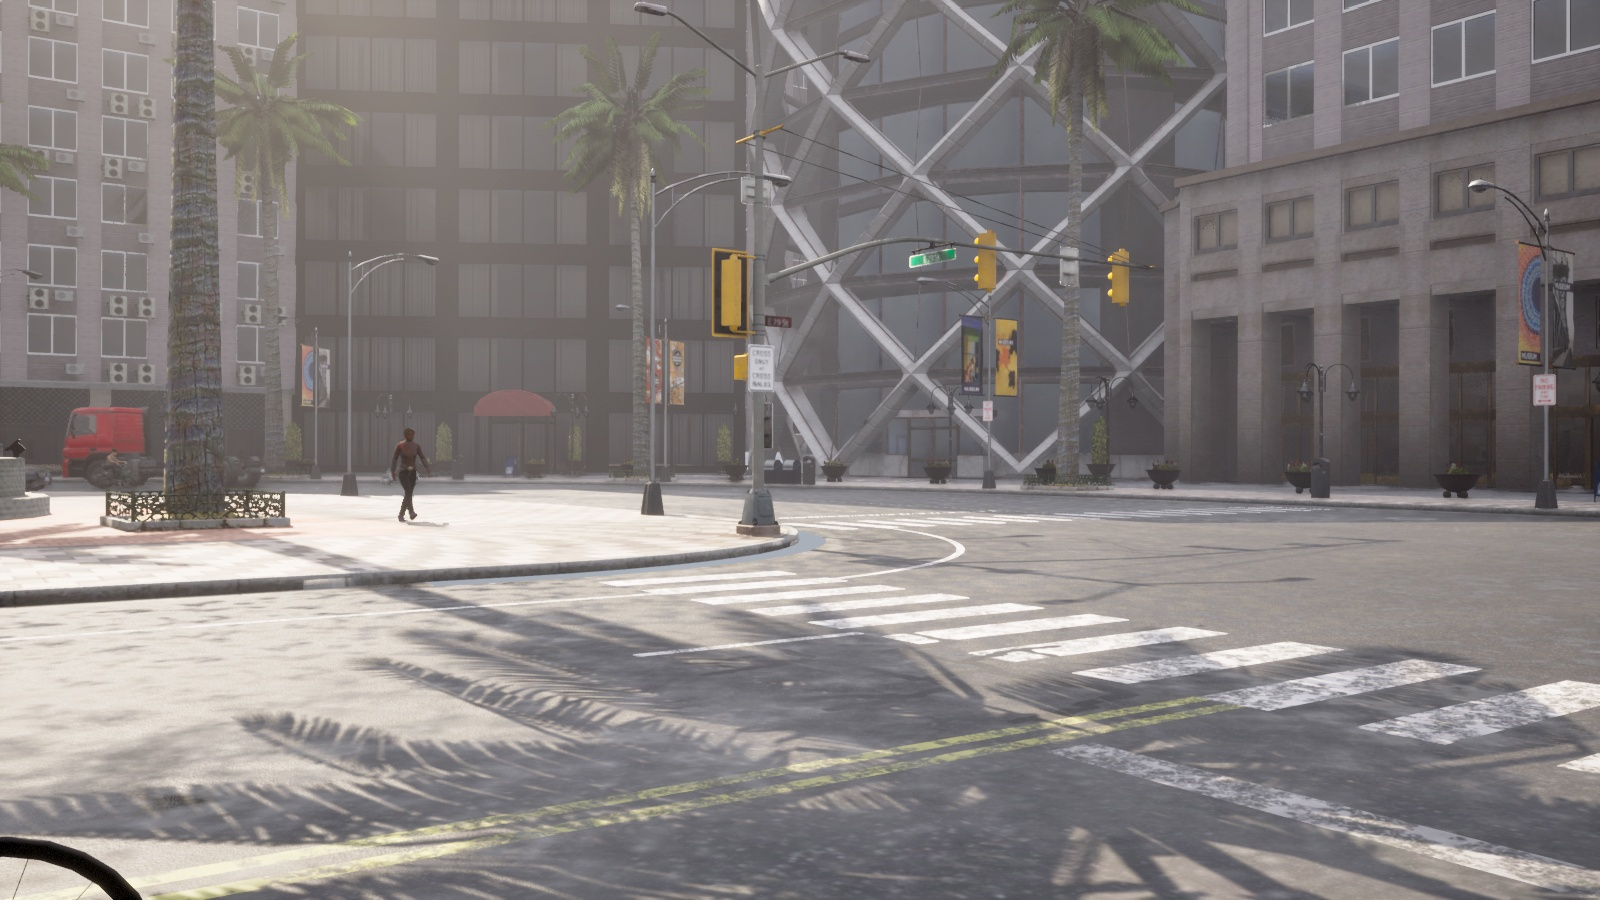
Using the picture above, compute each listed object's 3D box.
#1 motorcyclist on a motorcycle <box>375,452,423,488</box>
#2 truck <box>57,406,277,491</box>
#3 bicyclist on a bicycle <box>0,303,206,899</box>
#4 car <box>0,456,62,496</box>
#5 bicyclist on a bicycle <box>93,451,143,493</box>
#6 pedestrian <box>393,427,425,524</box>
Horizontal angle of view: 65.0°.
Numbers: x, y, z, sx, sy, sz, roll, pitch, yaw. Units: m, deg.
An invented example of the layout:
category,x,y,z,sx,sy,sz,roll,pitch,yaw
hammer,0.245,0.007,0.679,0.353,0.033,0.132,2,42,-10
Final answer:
category,x,y,z,sx,sy,sz,roll,pitch,yaw
motorcyclist on a motorcycle,-17.811,0.873,55.820,1.817,1.590,0.866,0,0,12
truck,-26.734,-0.050,53.281,7.936,3.462,2.891,0,0,3
bicyclist on a bicycle,-2.110,0.625,2.206,1.843,1.776,0.659,0,0,-35
car,-30.021,0.947,46.123,4.674,1.442,1.812,0,0,-6
bicyclist on a bicycle,-26.982,0.860,49.723,1.509,1.612,0.866,0,0,0
pedestrian,-7.418,0.475,23.802,0.328,1.805,0.869,0,0,-36
